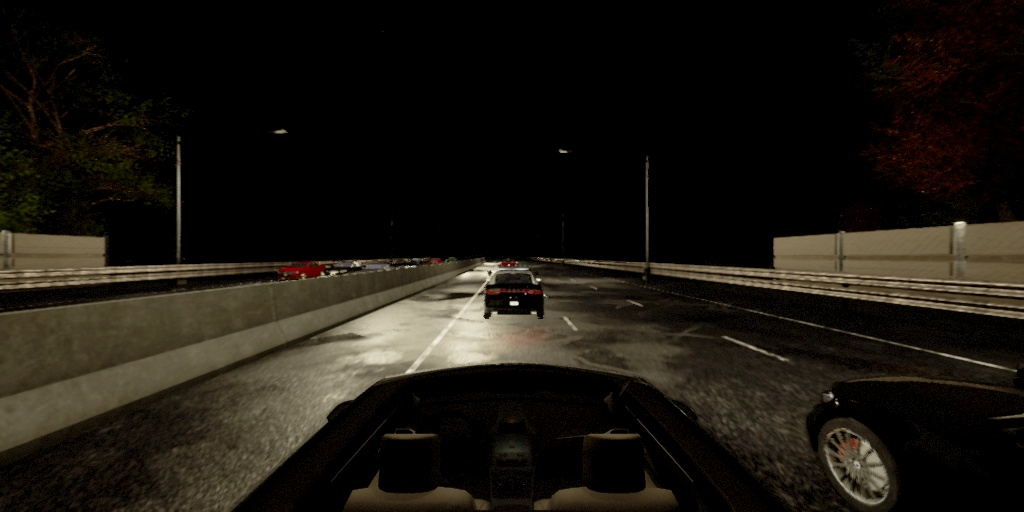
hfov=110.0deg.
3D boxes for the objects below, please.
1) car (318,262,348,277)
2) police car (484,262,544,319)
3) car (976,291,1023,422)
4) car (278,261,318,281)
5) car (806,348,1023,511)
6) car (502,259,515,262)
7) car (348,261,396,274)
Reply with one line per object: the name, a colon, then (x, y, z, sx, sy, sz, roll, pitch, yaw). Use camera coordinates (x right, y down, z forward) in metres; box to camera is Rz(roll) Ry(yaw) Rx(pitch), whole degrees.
car: (-14.370, 1.235, 31.257, 2.128, 1.511, 4.902, 0, 0, -1)
police car: (0.049, 1.173, 13.014, 1.930, 1.638, 5.238, 0, 0, 0)
car: (7.092, 1.226, 2.244, 1.882, 1.535, 5.008, 0, 0, 0)
car: (-17.861, 1.222, 30.715, 1.882, 1.535, 5.008, 0, 0, -1)
car: (3.593, 1.275, 1.283, 1.812, 1.442, 4.674, 0, 0, 0)
car: (-0.409, 1.085, 42.822, 2.097, 1.767, 4.553, 0, 0, -1)
car: (-10.830, 1.291, 28.896, 2.033, 1.411, 5.357, 0, 0, -1)
